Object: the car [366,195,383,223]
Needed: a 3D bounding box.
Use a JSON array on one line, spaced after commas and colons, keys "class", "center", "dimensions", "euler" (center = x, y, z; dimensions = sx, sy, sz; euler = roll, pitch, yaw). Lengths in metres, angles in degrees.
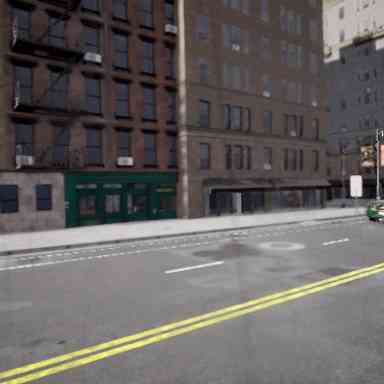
[{"class": "car", "center": [13.438, 0.891, 21.249], "dimensions": [5.566, 2.045, 2.150], "euler": [-1, 0, -35]}]
